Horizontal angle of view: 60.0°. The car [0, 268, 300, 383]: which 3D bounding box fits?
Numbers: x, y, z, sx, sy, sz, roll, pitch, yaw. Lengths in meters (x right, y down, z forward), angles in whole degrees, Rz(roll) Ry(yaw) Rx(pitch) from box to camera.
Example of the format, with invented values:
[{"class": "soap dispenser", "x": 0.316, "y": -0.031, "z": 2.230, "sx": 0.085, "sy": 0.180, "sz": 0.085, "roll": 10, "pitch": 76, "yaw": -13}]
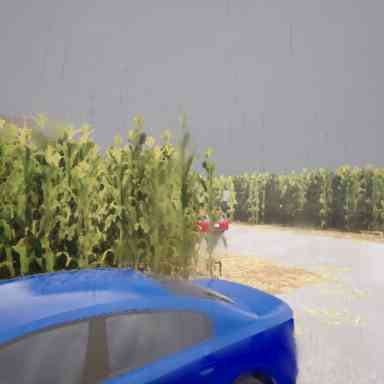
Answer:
[{"class": "car", "x": -1.271, "y": 1.478, "z": 2.593, "sx": 5.008, "sy": 1.535, "sz": 1.882, "roll": 0, "pitch": 0, "yaw": -36}]
